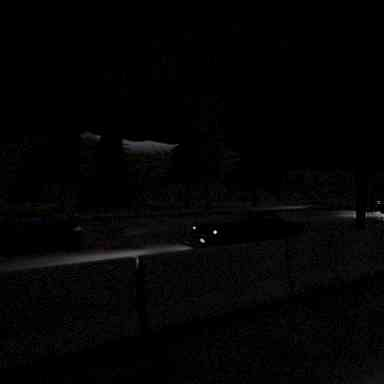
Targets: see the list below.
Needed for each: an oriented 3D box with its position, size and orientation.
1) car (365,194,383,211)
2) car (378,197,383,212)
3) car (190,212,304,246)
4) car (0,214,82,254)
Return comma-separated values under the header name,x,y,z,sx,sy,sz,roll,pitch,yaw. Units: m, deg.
name,x,y,z,sx,sy,sz,roll,pitch,yaw
car,19.731,1.037,34.184,4.553,1.767,2.097,0,0,-22
car,19.806,1.308,30.470,4.718,1.301,1.895,0,0,-23
car,2.295,1.506,13.670,4.718,1.301,1.895,-1,0,-31
car,-6.263,1.525,12.250,4.181,1.385,1.994,-1,0,-34
